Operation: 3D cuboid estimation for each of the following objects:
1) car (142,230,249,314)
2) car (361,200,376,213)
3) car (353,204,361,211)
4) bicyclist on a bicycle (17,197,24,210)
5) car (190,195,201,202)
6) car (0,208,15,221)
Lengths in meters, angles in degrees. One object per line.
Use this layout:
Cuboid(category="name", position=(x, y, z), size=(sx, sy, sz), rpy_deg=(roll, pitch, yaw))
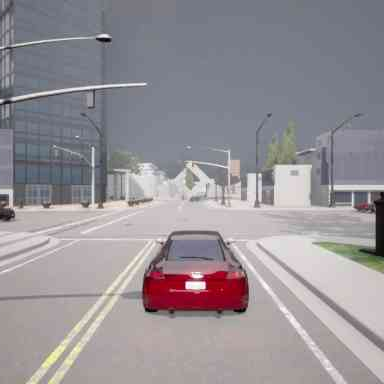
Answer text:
Cuboid(category="car", position=(0.075, 1.564, 7.685), size=(1.994, 1.385, 4.181), rpy_deg=(0, 0, 0))
Cuboid(category="car", position=(20.220, 1.553, 33.629), size=(4.718, 1.301, 1.895), rpy_deg=(0, 0, 0))
Cuboid(category="car", position=(20.662, 1.553, 37.125), size=(4.718, 1.301, 1.895), rpy_deg=(0, 0, 0))
Cuboid(category="bicyclist on a bicycle", position=(-21.975, 1.466, 42.578), size=(0.582, 1.620, 1.656), rpy_deg=(-1, 0, 0))
Cuboid(category="car", position=(0.785, 1.524, 77.306), size=(1.812, 1.442, 4.674), rpy_deg=(0, 0, 12))
Cuboid(category="car", position=(-16.597, 1.587, 26.143), size=(5.008, 1.535, 1.882), rpy_deg=(-1, 0, 0))
